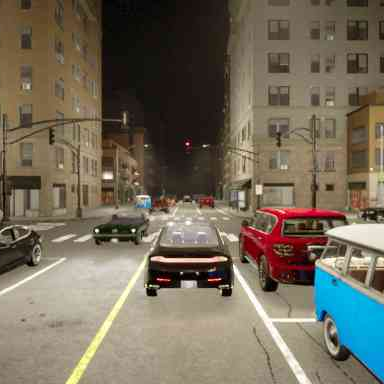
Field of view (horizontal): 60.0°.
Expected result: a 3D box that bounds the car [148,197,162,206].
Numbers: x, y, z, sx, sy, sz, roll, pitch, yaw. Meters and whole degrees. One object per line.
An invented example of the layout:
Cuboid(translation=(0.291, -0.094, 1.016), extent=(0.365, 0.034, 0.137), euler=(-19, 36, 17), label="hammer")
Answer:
Cuboid(translation=(-6.258, 1.536, 56.922), extent=(1.887, 1.381, 4.507), euler=(0, 0, -1), label="car")

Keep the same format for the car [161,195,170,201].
Cuboid(translation=(-6.666, 1.551, 83.950), extent=(1.947, 1.339, 4.313), euler=(0, 0, -1), label="car")

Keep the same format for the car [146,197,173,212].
Cuboid(translation=(-3.369, 1.522, 35.238), extent=(1.812, 1.442, 4.674), euler=(0, 0, 1), label="car")

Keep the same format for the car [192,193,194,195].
Cuboid(translation=(1.663, 1.304, 67.859), extent=(2.192, 1.841, 5.009), euler=(0, 0, -1), label="car")

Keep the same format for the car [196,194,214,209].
Cuboid(translation=(2.015, 1.309, 46.237), extent=(2.192, 1.841, 5.009), euler=(0, 0, -1), label="car")

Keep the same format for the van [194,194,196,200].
Cuboid(translation=(1.751, 1.332, 62.453), extent=(1.690, 1.788, 3.998), euler=(0, 0, -1), label="van")

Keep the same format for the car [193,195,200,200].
Cuboid(translation=(1.308, 1.509, 89.651), extent=(1.752, 1.417, 4.829), euler=(0, 0, -1), label="car")

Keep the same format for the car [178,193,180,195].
Cuboid(translation=(-3.791, 1.536, 68.978), extent=(2.033, 1.411, 5.357), euler=(0, 0, -1), label="car")

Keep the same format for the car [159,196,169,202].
Cuboid(translation=(-6.585, 1.537, 78.545), extent=(2.008, 1.369, 4.403), euler=(0, 0, -1), label="car")

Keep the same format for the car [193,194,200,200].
Cuboid(translation=(1.223, 1.422, 94.886), extent=(1.967, 1.590, 4.097), euler=(0, 0, -1), label="car")

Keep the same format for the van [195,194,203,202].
Cuboid(translation=(1.575, 1.329, 73.265), extent=(1.690, 1.788, 3.998), euler=(0, 0, -1), label="van")

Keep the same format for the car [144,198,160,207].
Cuboid(translation=(-6.176, 1.559, 51.517), extent=(1.947, 1.339, 4.313), euler=(0, 0, -1), label="car")

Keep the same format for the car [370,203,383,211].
Cuboid(translation=(14.528, 1.418, 23.930), extent=(4.902, 1.511, 2.128), euler=(0, 0, -1), label="car")

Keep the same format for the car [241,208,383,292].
Cuboid(translation=(2.522, 1.315, 8.869), extent=(2.192, 1.841, 5.009), euler=(0, 0, -1), label="car")

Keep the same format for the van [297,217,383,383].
Cuboid(translation=(2.606, 1.341, 3.358), extent=(1.690, 1.788, 3.998), euler=(0, 0, -1), label="van")

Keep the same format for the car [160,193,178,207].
Cuboid(translation=(-3.601, 1.345, 50.559), extent=(2.097, 1.767, 4.553), euler=(0, 0, -1), label="car")

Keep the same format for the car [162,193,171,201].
Cuboid(translation=(-6.748, 1.299, 89.356), extent=(2.192, 1.841, 5.009), euler=(0, 0, -1), label="car")

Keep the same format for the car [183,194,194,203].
Cuboid(translation=(-0.897, 1.590, 66.517), extent=(1.895, 1.301, 4.718), euler=(0, 0, -1), label="car")

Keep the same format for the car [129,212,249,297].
Cuboid(translation=(-0.060, 1.491, 8.573), extent=(2.128, 1.511, 4.902), euler=(0, 0, 0), label="car")

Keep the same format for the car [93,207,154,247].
Cuboid(translation=(-3.067, 1.599, 15.284), extent=(1.895, 1.301, 4.718), euler=(0, 0, -1), label="car")

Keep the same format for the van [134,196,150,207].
Cuboid(translation=(-6.013, 1.336, 40.705), extent=(1.690, 1.788, 3.998), euler=(0, 0, -1), label="van")

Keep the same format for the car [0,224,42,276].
Cuboid(translation=(-5.502, 1.566, 8.746), extent=(1.947, 1.339, 4.313), euler=(0, 0, -1), label="car")

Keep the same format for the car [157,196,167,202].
Cuboid(translation=(-6.500, 1.513, 72.970), extent=(1.752, 1.417, 4.829), euler=(0, 0, -1), label="car")
